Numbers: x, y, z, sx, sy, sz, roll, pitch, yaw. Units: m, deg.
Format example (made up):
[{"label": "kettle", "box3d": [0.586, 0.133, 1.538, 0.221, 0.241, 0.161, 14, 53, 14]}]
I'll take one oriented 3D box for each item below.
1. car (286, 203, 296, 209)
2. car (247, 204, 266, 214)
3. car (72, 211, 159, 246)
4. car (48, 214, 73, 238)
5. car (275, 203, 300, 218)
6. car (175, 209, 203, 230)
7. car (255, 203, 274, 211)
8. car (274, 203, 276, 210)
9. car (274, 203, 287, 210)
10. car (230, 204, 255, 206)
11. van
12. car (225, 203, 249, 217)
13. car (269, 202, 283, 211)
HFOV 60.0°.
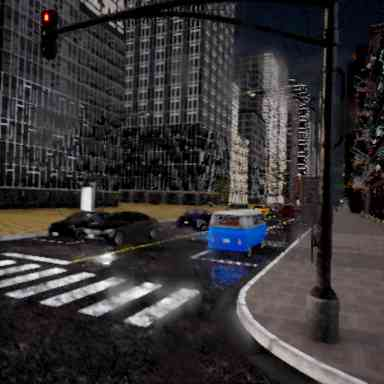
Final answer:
[{"label": "car", "box3d": [26.272, 3.583, 88.161, 1.752, 1.417, 4.829, 2, -1, 24]}, {"label": "car", "box3d": [10.317, 2.592, 52.886, 1.752, 1.417, 4.829, 2, -1, 24]}, {"label": "car", "box3d": [-3.331, 1.693, 16.425, 1.812, 1.442, 4.674, 2, -1, 26]}, {"label": "car", "box3d": [-5.571, 1.673, 17.765, 1.947, 1.339, 4.313, 2, -1, 24]}, {"label": "car", "box3d": [12.758, 2.523, 44.237, 1.882, 1.535, 5.008, 2, -1, 24]}, {"label": "car", "box3d": [0.404, 1.955, 24.704, 1.994, 1.385, 4.181, 2, -1, 24]}, {"label": "car", "box3d": [8.715, 2.369, 42.940, 1.882, 1.535, 5.008, 2, -1, 25]}, {"label": "car", "box3d": [14.945, 2.903, 63.119, 2.008, 1.369, 4.403, 2, -1, 24]}, {"label": "car", "box3d": [19.503, 3.185, 73.197, 2.008, 1.369, 4.403, 2, -1, 24]}, {"label": "car", "box3d": [4.548, 1.992, 33.816, 2.097, 1.767, 4.553, 2, -1, 25]}, {"label": "van", "box3d": [2.069, 1.668, 14.309, 1.690, 1.788, 3.998, 2, -1, 24]}, {"label": "car", "box3d": [5.830, 2.233, 42.963, 1.967, 1.590, 4.097, 2, -1, 24]}, {"label": "car", "box3d": [17.228, 2.933, 68.160, 1.967, 1.590, 4.097, 2, -1, 24]}]
